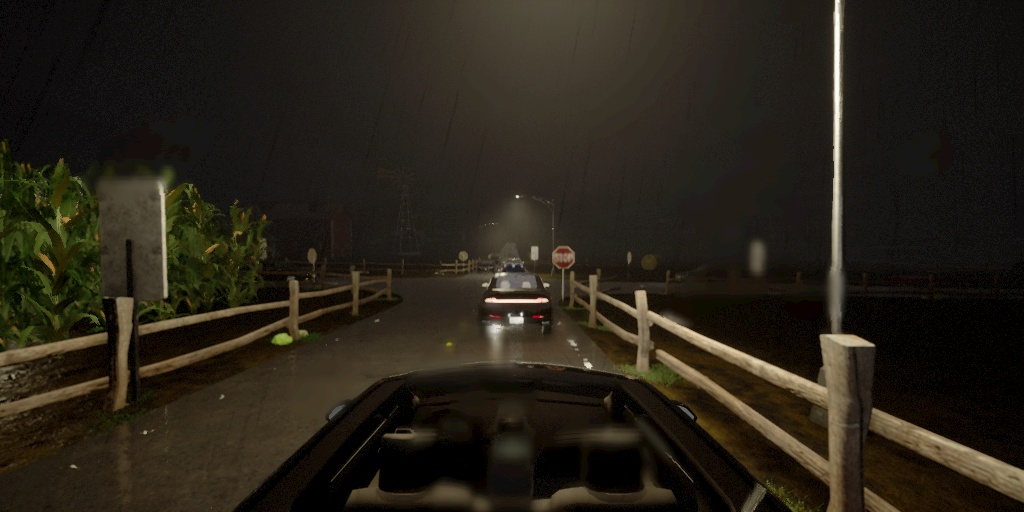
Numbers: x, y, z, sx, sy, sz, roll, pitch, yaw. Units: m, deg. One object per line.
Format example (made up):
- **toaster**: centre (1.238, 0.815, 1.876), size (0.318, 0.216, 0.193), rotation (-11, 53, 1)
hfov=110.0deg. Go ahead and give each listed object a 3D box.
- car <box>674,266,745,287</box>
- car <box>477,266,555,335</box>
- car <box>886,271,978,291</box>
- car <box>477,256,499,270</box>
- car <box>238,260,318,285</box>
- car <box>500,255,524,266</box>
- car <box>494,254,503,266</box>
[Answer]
- **car**: centre (14.213, 1.428, 25.862), size (4.674, 1.442, 1.812), rotation (1, 2, 0)
- **car**: centre (0.115, 1.220, 10.429), size (2.128, 1.511, 4.902), rotation (0, 0, 0)
- **car**: centre (30.064, 1.766, 25.787), size (4.718, 1.301, 1.895), rotation (1, 2, 0)
- **car**: centre (-2.772, 1.091, 40.296), size (1.882, 1.535, 5.008), rotation (0, 1, 0)
- **car**: centre (-15.203, 1.049, 23.113), size (4.892, 1.490, 1.837), rotation (1, 2, -2)
- **car**: centre (0.162, 0.999, 36.435), size (2.097, 1.767, 4.553), rotation (0, 0, 0)
- **car**: centre (-2.707, 0.827, 56.457), size (1.837, 1.490, 4.892), rotation (0, 1, 1)
